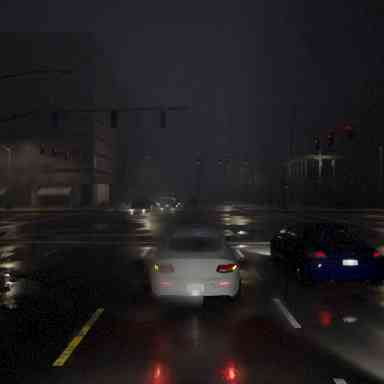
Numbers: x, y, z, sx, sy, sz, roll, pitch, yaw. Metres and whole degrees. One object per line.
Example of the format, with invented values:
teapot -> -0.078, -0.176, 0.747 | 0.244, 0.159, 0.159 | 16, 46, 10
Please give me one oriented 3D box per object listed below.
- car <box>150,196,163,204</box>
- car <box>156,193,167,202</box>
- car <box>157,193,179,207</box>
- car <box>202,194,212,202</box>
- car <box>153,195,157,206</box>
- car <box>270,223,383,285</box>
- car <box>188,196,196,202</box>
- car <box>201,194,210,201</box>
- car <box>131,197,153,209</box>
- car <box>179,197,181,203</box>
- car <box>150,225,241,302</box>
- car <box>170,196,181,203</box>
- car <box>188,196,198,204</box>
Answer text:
car -> -6.977, 1.564, 65.821 | 1.994, 1.385, 4.181 | 0, 0, 1
car -> -6.934, 1.225, 76.512 | 2.150, 2.045, 5.566 | 0, 0, 0
car -> -3.543, 1.222, 50.583 | 2.150, 2.045, 5.566 | 0, 0, 0
car -> 3.568, 1.546, 78.429 | 1.994, 1.385, 4.181 | 0, 0, 0
car -> -7.038, 1.547, 55.865 | 2.033, 1.411, 5.357 | 0, 0, 0
car -> 3.587, 1.564, 9.531 | 1.994, 1.385, 4.181 | 0, 0, 0
car -> 0.068, 1.595, 78.657 | 1.895, 1.301, 4.718 | 0, 0, 0
car -> 3.576, 1.316, 86.954 | 2.097, 1.767, 4.553 | 0, 0, 0
car -> -7.082, 1.478, 46.101 | 1.882, 1.535, 5.008 | 0, 0, 1
car -> -3.518, 1.478, 60.586 | 1.882, 1.535, 5.008 | 0, 0, 0
car -> 0.077, 1.526, 8.165 | 1.812, 1.442, 4.674 | 0, 0, 0
car -> -3.439, 1.553, 70.423 | 1.994, 1.385, 4.181 | 0, 0, 0
car -> 0.153, 1.478, 62.188 | 1.882, 1.535, 5.008 | 0, -1, 0
